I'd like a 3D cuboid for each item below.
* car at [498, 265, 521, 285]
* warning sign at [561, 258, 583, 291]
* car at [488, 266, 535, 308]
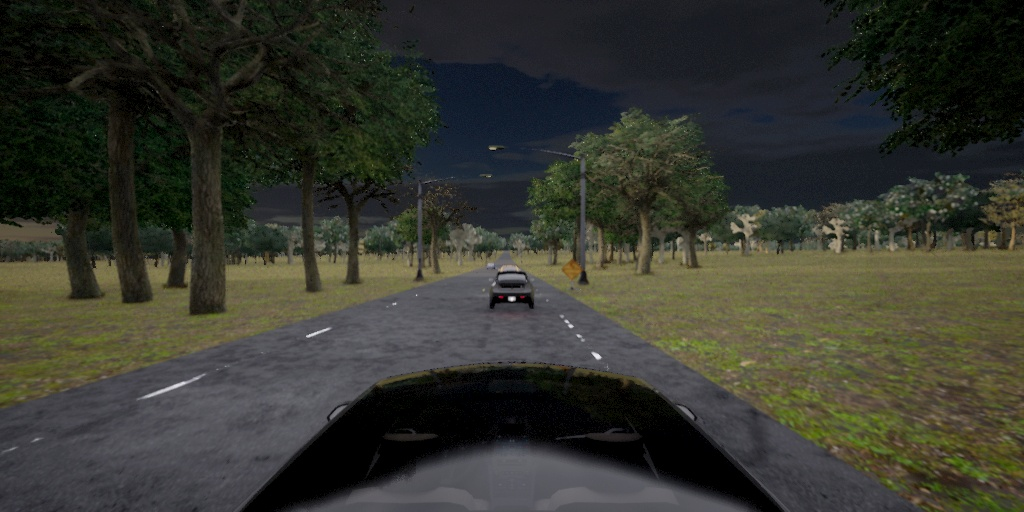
[{"bbox_3d":[-0.213,1.569,31.367,1.882,1.535,5.008,0,-1,-1],"label":"car"},{"bbox_3d":[3.478,1.067,20.848,1.300,1.860,1.060,0,0,-1],"label":"warning sign"},{"bbox_3d":[-0.017,1.406,16.164,1.837,1.490,4.892,0,0,0],"label":"car"}]
